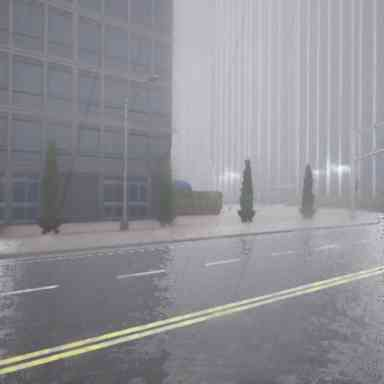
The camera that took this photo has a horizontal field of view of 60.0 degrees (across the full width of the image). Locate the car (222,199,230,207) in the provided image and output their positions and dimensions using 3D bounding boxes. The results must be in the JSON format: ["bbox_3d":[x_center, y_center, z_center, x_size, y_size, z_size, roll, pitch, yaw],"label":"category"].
[{"bbox_3d":[4.889,1.944,60.972,1.837,1.490,4.892,1,0,-36],"label":"car"}]
